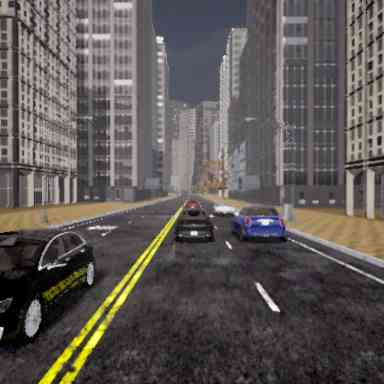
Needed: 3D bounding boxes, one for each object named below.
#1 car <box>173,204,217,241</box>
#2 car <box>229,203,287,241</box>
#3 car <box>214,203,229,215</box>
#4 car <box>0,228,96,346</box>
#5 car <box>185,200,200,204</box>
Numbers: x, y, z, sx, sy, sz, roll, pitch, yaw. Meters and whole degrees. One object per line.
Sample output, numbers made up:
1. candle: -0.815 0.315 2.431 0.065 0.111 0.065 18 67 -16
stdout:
1. car: 0.097 1.609 17.350 1.837 1.490 4.892 0 0 0
2. car: 3.346 1.454 17.296 2.097 1.767 4.553 0 0 0
3. car: 3.343 1.805 35.877 1.895 1.301 4.718 0 0 0
4. car: -3.324 1.546 6.578 1.837 1.490 4.892 0 0 0
5. car: 0.092 1.777 44.753 1.812 1.442 4.674 0 0 0
